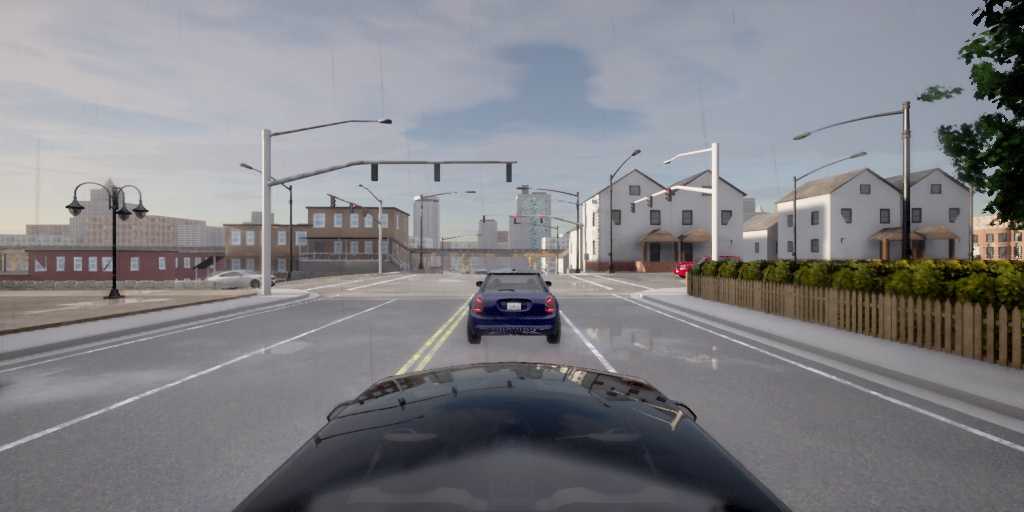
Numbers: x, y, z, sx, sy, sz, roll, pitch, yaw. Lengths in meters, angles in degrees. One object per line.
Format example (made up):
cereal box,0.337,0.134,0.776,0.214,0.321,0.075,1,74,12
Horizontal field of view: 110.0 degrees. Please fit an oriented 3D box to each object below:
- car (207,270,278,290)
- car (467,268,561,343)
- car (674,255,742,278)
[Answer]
car,-20.082,1.768,26.668,4.674,1.442,1.812,-4,0,-1
car,0.052,1.102,9.862,2.097,1.767,4.553,0,0,0
car,17.030,0.971,30.987,5.566,2.045,2.150,0,0,-1
